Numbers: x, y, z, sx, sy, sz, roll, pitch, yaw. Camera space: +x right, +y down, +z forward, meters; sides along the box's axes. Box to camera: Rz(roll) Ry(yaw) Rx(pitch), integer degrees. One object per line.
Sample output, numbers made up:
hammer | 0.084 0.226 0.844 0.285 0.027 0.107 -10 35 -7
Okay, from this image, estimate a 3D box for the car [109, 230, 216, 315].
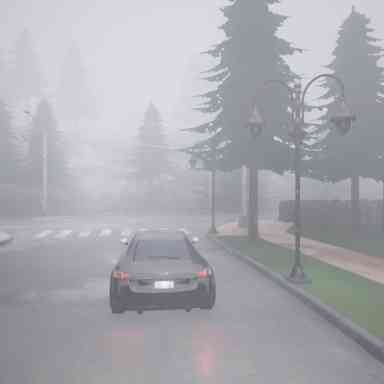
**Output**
car | -0.725 1.564 7.709 1.994 1.385 4.181 0 0 -7
